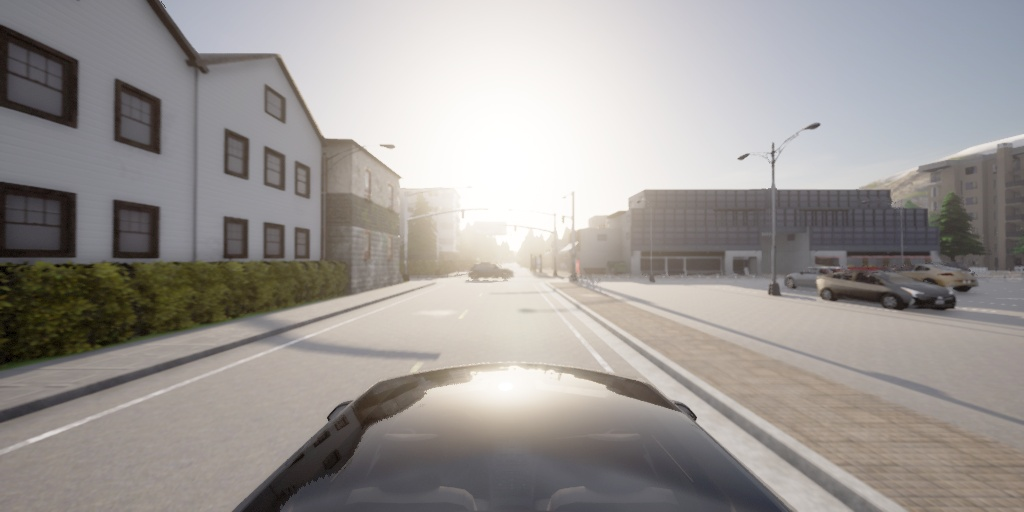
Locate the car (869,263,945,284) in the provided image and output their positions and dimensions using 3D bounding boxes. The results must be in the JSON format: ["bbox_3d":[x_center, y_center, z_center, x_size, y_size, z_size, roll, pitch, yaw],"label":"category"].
[{"bbox_3d":[40.449,1.772,36.797,4.902,1.511,2.128,1,-1,0],"label":"car"}]

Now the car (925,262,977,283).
[{"bbox_3d":[47.828,1.649,40.325,5.566,2.045,2.150,0,-1,0],"label":"car"}]

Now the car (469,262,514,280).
[{"bbox_3d":[-2.081,1.494,36.658,4.553,1.767,2.097,0,-1,0],"label":"car"}]
